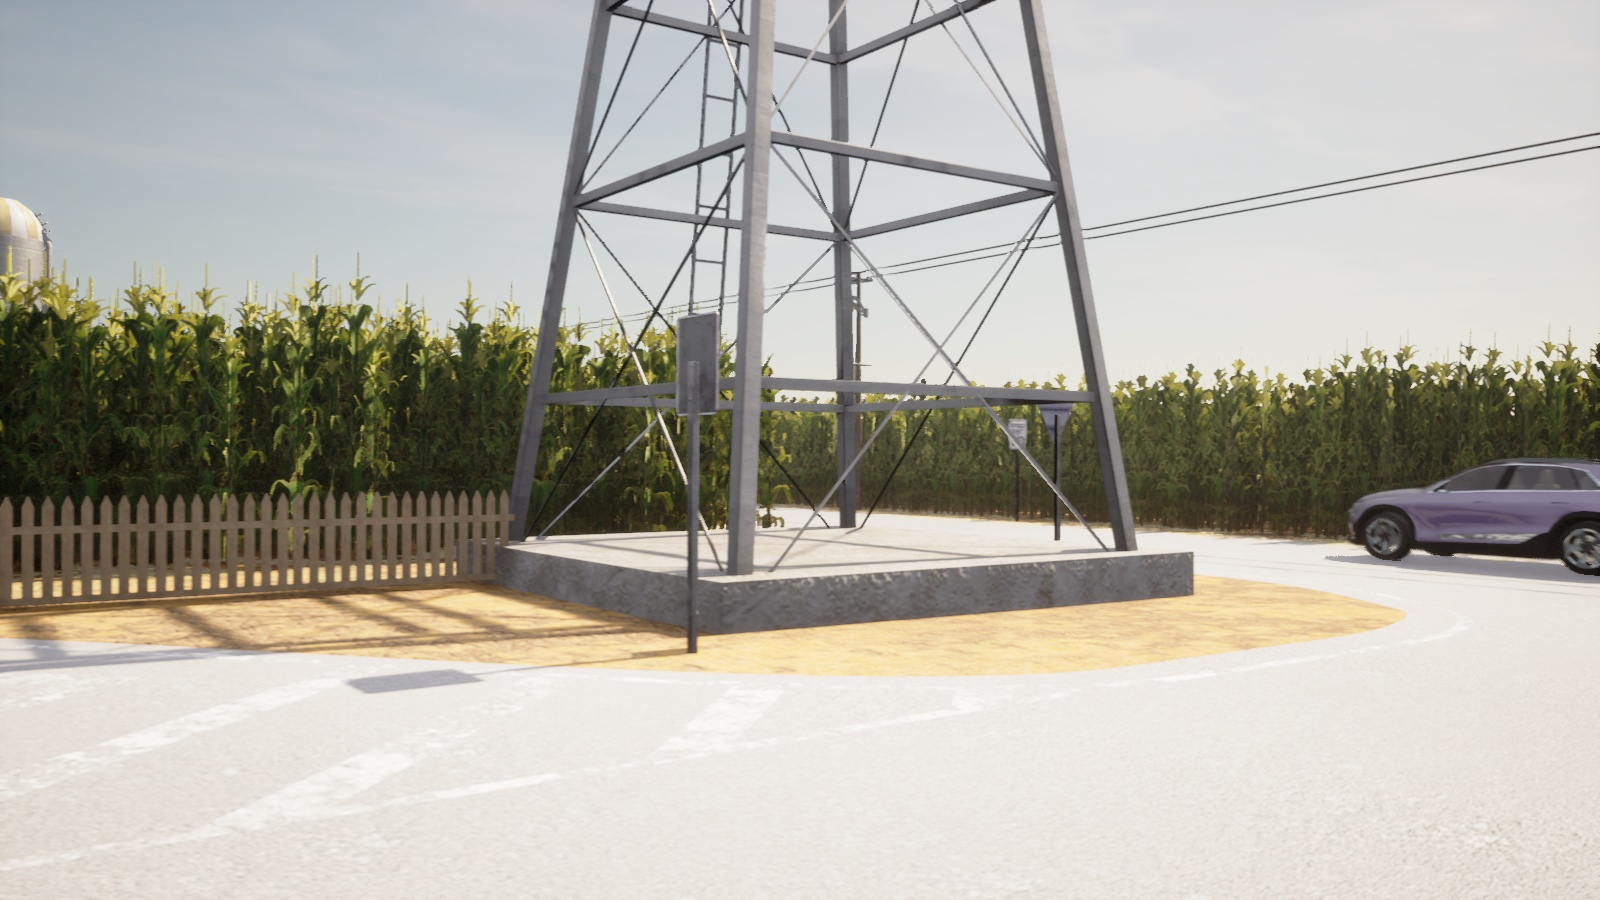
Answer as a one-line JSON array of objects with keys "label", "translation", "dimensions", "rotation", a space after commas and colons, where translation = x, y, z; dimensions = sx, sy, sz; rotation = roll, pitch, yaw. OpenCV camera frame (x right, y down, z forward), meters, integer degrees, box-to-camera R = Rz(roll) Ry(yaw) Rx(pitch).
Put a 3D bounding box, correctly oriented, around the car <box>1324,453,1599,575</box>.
[{"label": "car", "translation": [10.741, 0.877, 18.971], "dimensions": [2.033, 1.649, 4.856], "rotation": [0, 0, -35]}]
